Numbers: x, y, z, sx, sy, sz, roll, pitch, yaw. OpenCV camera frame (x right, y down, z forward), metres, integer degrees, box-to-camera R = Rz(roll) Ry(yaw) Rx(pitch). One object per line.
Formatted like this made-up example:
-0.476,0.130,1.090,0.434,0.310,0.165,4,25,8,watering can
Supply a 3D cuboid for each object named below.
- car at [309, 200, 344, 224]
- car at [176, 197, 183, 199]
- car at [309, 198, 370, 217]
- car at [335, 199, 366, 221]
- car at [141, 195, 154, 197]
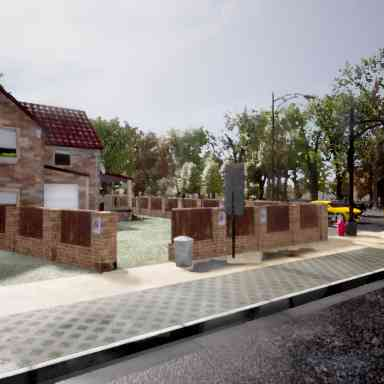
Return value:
7.784,1.469,23.319,1.812,1.442,4.674,0,0,-35,car
-1.933,1.409,42.588,2.033,1.411,5.357,0,0,-35,car
13.980,1.433,31.775,2.128,1.511,4.902,0,0,-35,car
10.274,1.423,25.427,1.882,1.535,5.008,0,0,-35,car
-8.696,1.256,63.623,1.882,1.535,5.008,0,0,-35,car
